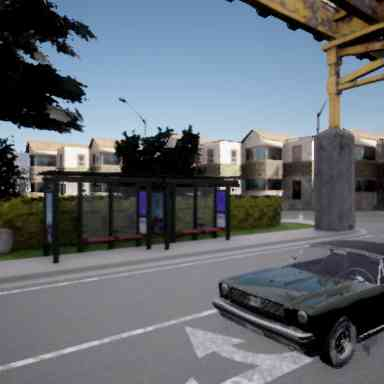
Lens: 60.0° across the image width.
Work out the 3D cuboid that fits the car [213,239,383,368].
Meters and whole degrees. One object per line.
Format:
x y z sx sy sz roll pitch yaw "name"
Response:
2.674 1.591 5.850 4.718 1.301 1.895 0 0 -35 "car"
